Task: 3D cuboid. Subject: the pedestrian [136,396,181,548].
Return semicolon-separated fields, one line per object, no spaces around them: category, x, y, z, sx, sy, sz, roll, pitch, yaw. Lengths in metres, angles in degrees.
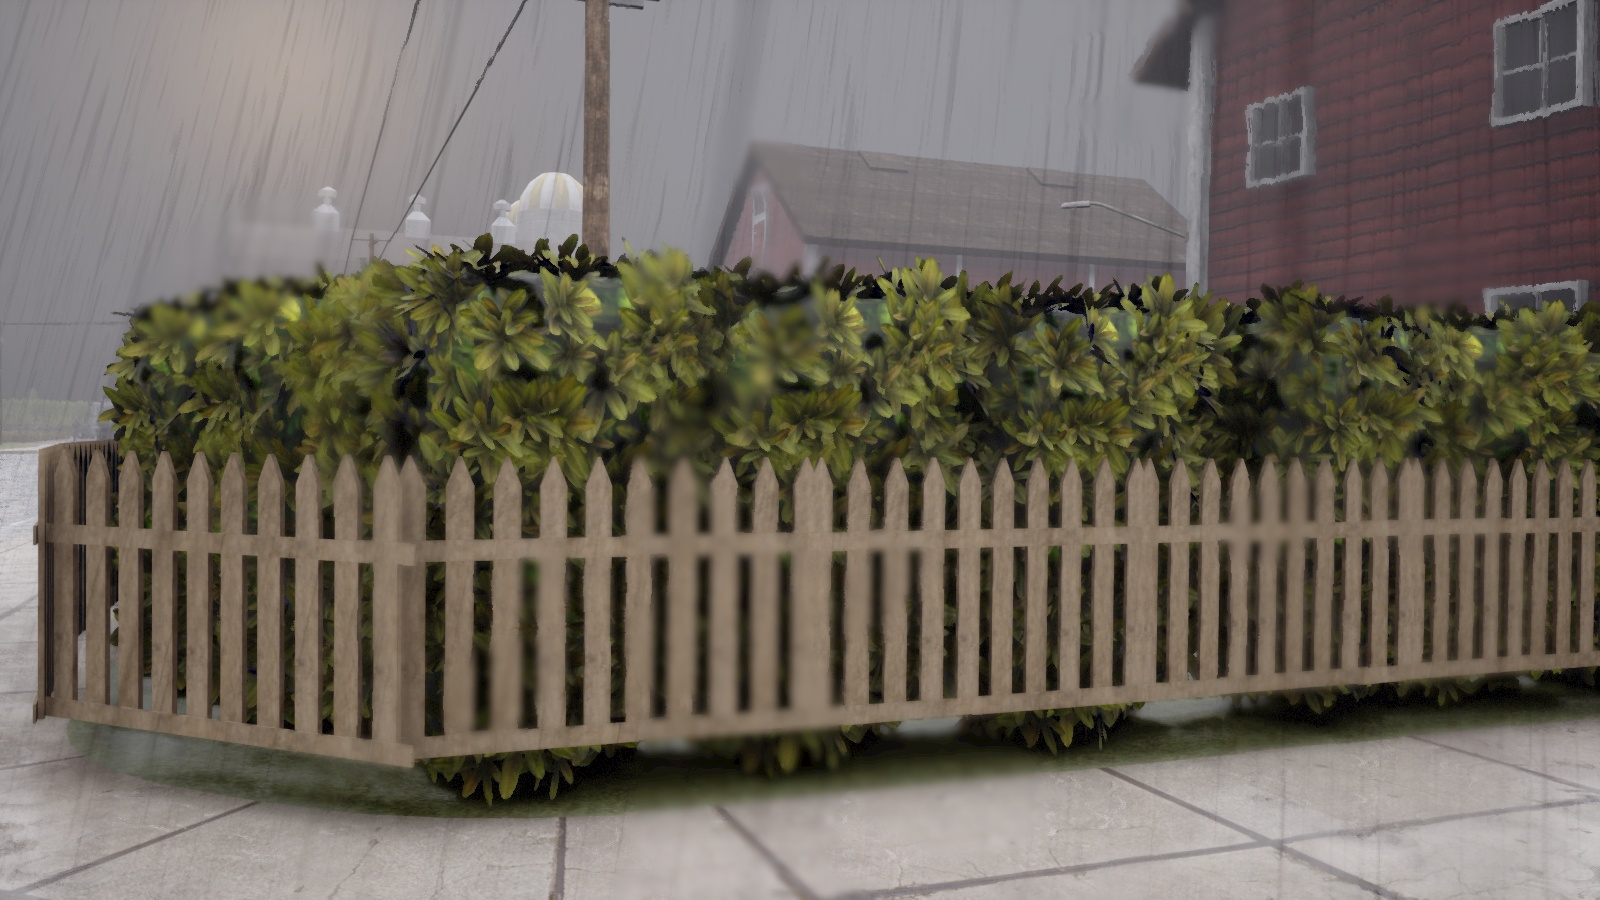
pedestrian;-8.432;0.276;16.517;0.423;1.949;0.788;-1;1;-21

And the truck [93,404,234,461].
truck;-40.661;-1.107;80.296;7.936;3.462;2.891;-1;1;13
